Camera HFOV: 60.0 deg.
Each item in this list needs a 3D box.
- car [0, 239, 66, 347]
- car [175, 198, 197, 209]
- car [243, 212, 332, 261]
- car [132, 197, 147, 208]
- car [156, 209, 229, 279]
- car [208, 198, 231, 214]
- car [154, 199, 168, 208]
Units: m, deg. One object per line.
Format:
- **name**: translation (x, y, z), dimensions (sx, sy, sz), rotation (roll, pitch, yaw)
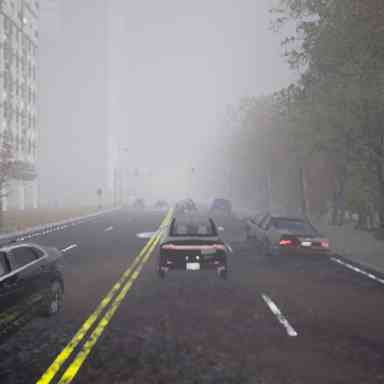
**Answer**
- **car**: translation (-3.374, 1.501, 4.629), dimensions (2.128, 1.511, 4.902), rotation (0, 0, 0)
- **car**: translation (-0.656, 1.384, 31.400), dimensions (1.895, 1.301, 4.718), rotation (-22, 1, -1)
- **car**: translation (3.300, 1.473, 12.453), dimensions (2.033, 1.411, 5.357), rotation (5, 3, -3)
- **car**: translation (-7.950, 1.590, 50.802), dimensions (1.882, 1.535, 5.008), rotation (0, 0, -3)
- **car**: translation (0.004, 1.512, 10.141), dimensions (2.128, 1.511, 4.902), rotation (0, 0, -1)
- **car**: translation (2.768, 1.345, 33.834), dimensions (1.882, 1.535, 5.008), rotation (4, -2, -2)
- **car**: translation (-4.704, 1.708, 50.982), dimensions (1.994, 1.385, 4.181), rotation (0, 0, -3)
